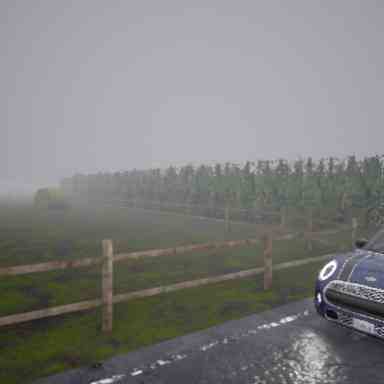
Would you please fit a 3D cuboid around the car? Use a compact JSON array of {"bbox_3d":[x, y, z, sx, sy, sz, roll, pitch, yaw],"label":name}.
[{"bbox_3d":[4.301,1.326,6.093,4.553,1.767,2.097,0,0,-35],"label":"car"}]
